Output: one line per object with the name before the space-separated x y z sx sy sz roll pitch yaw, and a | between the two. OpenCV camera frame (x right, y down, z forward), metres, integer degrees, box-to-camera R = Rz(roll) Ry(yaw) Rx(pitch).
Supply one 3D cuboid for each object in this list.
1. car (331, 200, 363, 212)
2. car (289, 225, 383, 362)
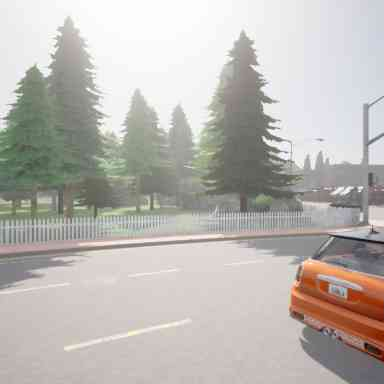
car | 18.449 1.656 39.072 1.895 1.301 4.718 0 0 -8
car | 3.877 1.352 5.417 4.553 1.767 2.097 0 0 -26
